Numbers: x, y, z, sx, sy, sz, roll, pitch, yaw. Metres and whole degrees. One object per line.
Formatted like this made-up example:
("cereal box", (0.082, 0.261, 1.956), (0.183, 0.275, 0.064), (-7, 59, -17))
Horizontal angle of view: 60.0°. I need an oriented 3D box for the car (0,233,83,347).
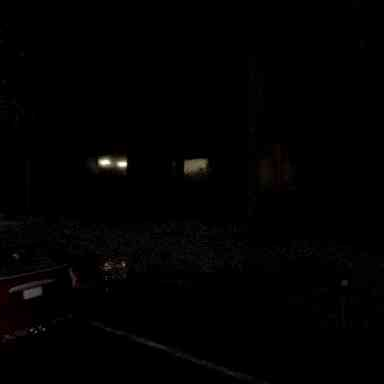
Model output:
("car", (-3.802, 1.436, 5.794), (4.097, 1.590, 1.967), (0, 0, 36))
